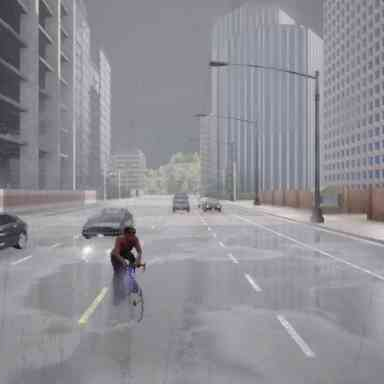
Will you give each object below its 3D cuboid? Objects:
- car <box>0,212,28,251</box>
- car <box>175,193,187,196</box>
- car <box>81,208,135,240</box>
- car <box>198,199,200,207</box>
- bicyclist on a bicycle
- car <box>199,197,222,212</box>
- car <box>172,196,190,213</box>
[{"bbox_3d":[-7.466,1.502,11.538,1.837,1.490,4.892,0,1,-2],"label":"car"},{"bbox_3d":[-1.604,1.221,47.677,2.150,2.045,5.566,0,0,-2],"label":"car"},{"bbox_3d":[-4.167,1.548,17.432,2.033,1.411,5.357,0,0,-2],"label":"car"},{"bbox_3d":[1.811,1.525,48.381,1.812,1.442,4.674,0,0,-2],"label":"car"},{"bbox_3d":[-1.226,1.448,6.204,0.582,1.620,1.656,0,2,-31],"label":"bicyclist on a bicycle"},{"bbox_3d":[2.234,1.601,38.549,1.895,1.301,4.718,0,0,-2],"label":"car"},{"bbox_3d":[-1.229,1.491,37.510,2.128,1.511,4.902,0,0,-2],"label":"car"}]
